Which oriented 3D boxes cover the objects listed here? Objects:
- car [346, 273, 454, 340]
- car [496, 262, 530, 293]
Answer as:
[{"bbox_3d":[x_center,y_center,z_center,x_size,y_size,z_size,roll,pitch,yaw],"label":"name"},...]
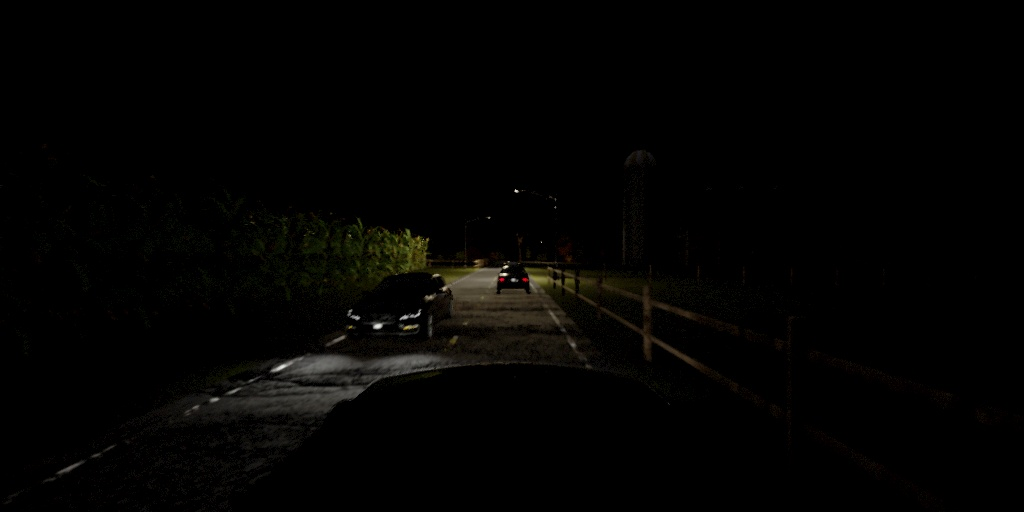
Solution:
[{"bbox_3d":[-2.827,1.248,10.006,1.837,1.490,4.892,0,0,0],"label":"car"},{"bbox_3d":[0.064,1.281,20.801,2.033,1.411,5.357,0,0,0],"label":"car"}]
